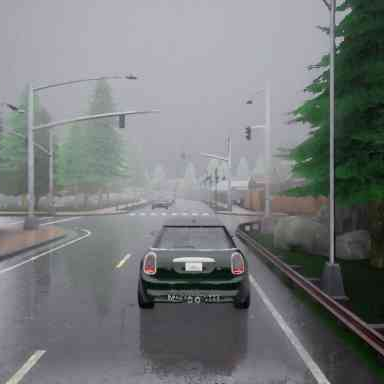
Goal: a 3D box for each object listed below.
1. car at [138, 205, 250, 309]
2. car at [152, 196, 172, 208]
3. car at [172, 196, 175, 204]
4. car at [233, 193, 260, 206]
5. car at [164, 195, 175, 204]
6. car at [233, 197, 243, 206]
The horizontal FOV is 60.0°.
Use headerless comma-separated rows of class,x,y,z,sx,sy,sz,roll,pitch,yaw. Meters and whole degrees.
car,0.051,1.352,8.046,2.097,1.767,4.553,0,0,0
car,-4.115,1.534,43.746,1.994,1.385,4.181,0,0,-1
car,-4.204,1.571,53.601,1.895,1.301,4.718,0,0,0
car,8.358,1.146,51.295,3.866,1.878,1.905,0,0,-1
car,-4.290,1.448,63.780,1.882,1.535,5.008,0,0,0
car,8.776,1.144,48.785,4.605,1.855,1.932,0,0,-1
